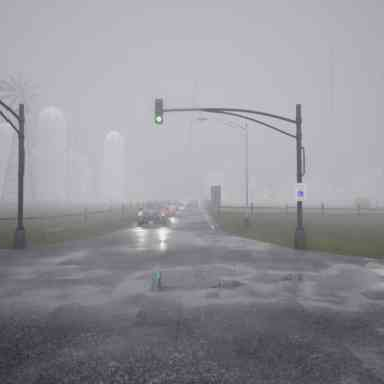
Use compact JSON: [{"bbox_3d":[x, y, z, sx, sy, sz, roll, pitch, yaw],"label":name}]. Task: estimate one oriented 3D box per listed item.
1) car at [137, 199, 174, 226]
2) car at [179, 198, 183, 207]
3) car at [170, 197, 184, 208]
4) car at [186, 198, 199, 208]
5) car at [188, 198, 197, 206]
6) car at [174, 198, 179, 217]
[{"bbox_3d":[-2.829,1.557,25.485,2.097,1.767,4.553,0,0,1],"label":"car"},{"bbox_3d":[-2.754,1.901,45.606,2.033,1.411,5.357,0,0,0],"label":"car"},{"bbox_3d":[-2.646,1.813,59.733,2.097,1.767,4.553,0,0,0],"label":"car"},{"bbox_3d":[0.114,1.920,56.834,2.128,1.511,4.902,0,0,0],"label":"car"},{"bbox_3d":[0.141,2.016,67.255,1.837,1.490,4.892,0,0,0],"label":"car"},{"bbox_3d":[-2.780,1.627,35.061,2.097,1.767,4.553,0,0,0],"label":"car"}]
